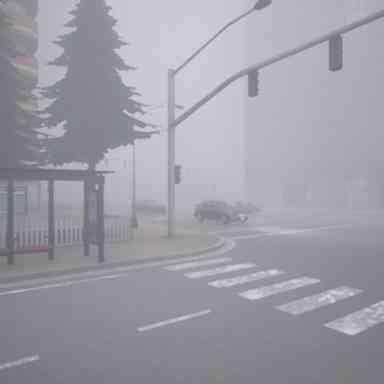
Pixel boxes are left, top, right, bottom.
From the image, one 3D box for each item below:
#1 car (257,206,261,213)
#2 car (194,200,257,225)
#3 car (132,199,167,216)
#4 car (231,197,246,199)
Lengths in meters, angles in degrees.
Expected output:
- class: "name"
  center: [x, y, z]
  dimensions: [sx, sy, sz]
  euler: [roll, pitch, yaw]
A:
- class: "car"
  center: [4.562, 1.598, 33.353]
  dimensions: [1.895, 1.301, 4.718]
  euler: [0, 0, -36]
- class: "car"
  center: [2.043, 1.507, 24.378]
  dimensions: [2.128, 1.511, 4.902]
  euler: [0, 0, -34]
- class: "car"
  center: [-4.310, 1.493, 33.415]
  dimensions: [1.882, 1.535, 5.008]
  euler: [0, 0, -35]
- class: "car"
  center: [2.274, 1.484, 30.170]
  dimensions: [1.882, 1.535, 5.008]
  euler: [0, 0, -35]
